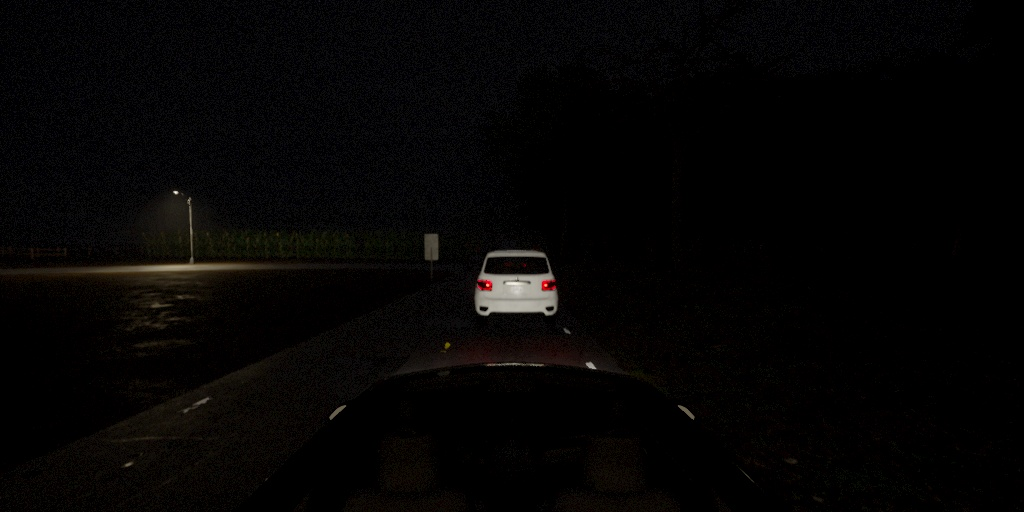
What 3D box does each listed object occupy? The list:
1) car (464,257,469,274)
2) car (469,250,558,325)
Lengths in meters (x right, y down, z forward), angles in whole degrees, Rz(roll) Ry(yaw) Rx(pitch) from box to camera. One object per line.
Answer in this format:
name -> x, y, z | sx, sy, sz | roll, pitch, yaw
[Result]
car -> -2.751, 0.544, 29.153 | 1.882, 1.535, 5.008 | 0, 1, 0
car -> 0.103, 0.816, 11.247 | 2.150, 2.045, 5.566 | 0, 1, 0
